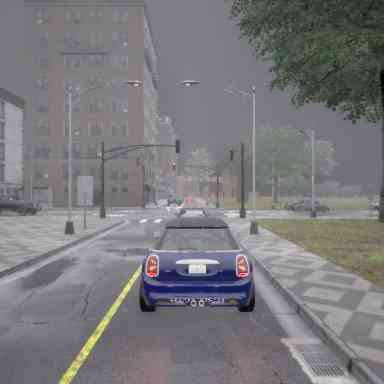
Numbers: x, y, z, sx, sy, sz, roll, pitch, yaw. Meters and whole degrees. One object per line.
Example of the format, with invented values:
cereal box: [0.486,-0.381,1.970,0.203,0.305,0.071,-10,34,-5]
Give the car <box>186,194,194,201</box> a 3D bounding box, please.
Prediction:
car: [-0.471,1.464,95.456,2.150,2.045,5.566,0,0,0]

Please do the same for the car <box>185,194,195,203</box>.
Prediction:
car: [-0.410,1.499,75.048,2.097,1.767,4.553,0,0,0]

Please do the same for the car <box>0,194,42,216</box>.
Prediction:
car: [-17.133,1.190,31.120,5.566,2.045,2.150,0,-1,0]

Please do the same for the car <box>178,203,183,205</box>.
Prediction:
car: [0.019,1.537,17.550,1.812,1.442,4.674,0,0,1]

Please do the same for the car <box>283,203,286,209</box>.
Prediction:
car: [13.773,1.590,41.154,4.902,1.511,2.128,0,-1,0]

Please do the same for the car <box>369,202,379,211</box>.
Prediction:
car: [23.646,1.621,37.931,5.357,1.411,2.033,0,-1,0]

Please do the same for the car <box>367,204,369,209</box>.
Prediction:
car: [24.235,1.635,41.185,4.674,1.442,1.812,0,-1,0]

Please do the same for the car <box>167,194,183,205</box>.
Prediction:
car: [-2.977,1.297,55.732,2.150,2.045,5.566,0,0,-2]

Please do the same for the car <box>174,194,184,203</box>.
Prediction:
car: [-2.916,1.374,76.118,2.150,2.045,5.566,0,0,0]

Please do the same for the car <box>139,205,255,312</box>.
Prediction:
car: [0.094,1.355,7.877,2.097,1.767,4.553,0,0,0]

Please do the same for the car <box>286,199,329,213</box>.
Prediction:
car: [13.358,1.626,37.891,4.181,1.385,1.994,0,-1,-1]
